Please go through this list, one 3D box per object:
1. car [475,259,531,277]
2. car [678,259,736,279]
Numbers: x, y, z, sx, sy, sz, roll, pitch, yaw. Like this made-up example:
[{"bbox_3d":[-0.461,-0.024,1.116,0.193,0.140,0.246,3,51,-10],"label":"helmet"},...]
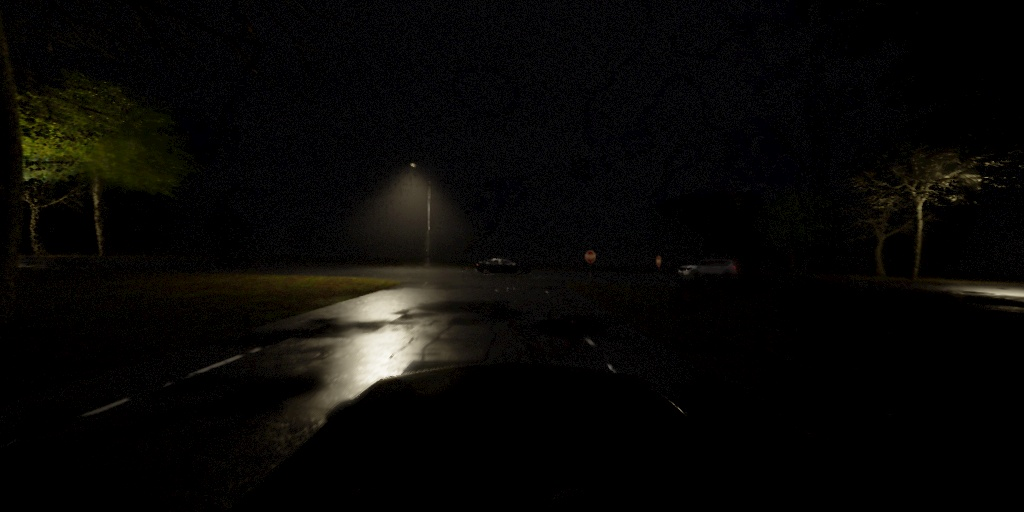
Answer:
[{"bbox_3d":[-0.764,0.979,31.267,4.902,1.511,2.128,1,1,0],"label":"car"},{"bbox_3d":[20.749,1.363,38.158,5.566,2.045,2.150,0,2,0],"label":"car"}]
